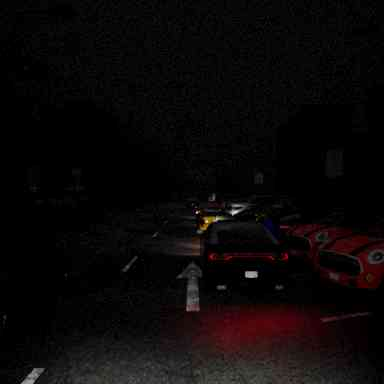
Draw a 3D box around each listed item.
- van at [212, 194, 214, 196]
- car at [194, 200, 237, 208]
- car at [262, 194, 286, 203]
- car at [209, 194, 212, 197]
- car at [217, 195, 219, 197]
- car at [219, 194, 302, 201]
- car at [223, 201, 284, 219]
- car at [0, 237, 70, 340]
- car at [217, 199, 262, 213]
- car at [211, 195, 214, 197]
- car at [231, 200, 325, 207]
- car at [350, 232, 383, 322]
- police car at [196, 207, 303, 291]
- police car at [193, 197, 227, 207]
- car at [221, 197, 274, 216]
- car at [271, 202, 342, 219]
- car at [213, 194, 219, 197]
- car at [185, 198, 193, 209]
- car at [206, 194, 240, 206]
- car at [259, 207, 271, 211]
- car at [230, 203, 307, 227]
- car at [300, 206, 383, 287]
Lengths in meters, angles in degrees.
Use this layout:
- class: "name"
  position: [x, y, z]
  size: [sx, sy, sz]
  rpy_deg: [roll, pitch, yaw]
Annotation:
- class: "van"
  position: [5.570, 1.348, 47.399]
  size: [4.442, 1.987, 1.878]
  rpy_deg: [1, 0, -20]
- class: "car"
  position: [1.208, 1.467, 19.228]
  size: [1.801, 1.575, 5.366]
  rpy_deg: [0, 0, 0]
- class: "car"
  position: [18.470, 1.426, 75.368]
  size: [2.435, 2.045, 5.566]
  rpy_deg: [0, 0, -21]
- class: "car"
  position: [5.289, 1.587, 53.298]
  size: [5.366, 1.575, 1.946]
  rpy_deg: [1, 0, -20]
- class: "car"
  position: [5.396, 1.406, 35.334]
  size: [4.553, 1.767, 2.185]
  rpy_deg: [1, 0, -20]
- class: "car"
  position: [5.369, 1.257, 26.319]
  size: [5.566, 2.045, 2.435]
  rpy_deg: [1, 0, -20]
- class: "car"
  position: [5.378, 1.545, 29.318]
  size: [4.792, 1.488, 2.163]
  rpy_deg: [1, 0, -20]
- class: "car"
  position: [-3.862, 1.564, 6.161]
  size: [1.994, 1.385, 4.181]
  rpy_deg: [0, 0, 0]
- class: "car"
  position: [5.438, 1.582, 38.342]
  size: [4.674, 1.452, 2.002]
  rpy_deg: [1, 0, -20]
- class: "car"
  position: [5.446, 1.561, 44.353]
  size: [5.008, 1.535, 2.097]
  rpy_deg: [1, 0, -20]
- class: "car"
  position: [5.193, 1.492, 20.260]
  size: [5.366, 1.575, 1.946]
  rpy_deg: [1, 0, -20]
- class: "car"
  position: [5.286, 1.514, 5.306]
  size: [4.792, 1.488, 2.163]
  rpy_deg: [1, 0, -20]
- class: "police car"
  position: [1.178, 1.426, 9.148]
  size: [1.930, 1.638, 5.238]
  rpy_deg: [0, 0, 0]
- class: "police car"
  position: [1.227, 1.447, 25.149]
  size: [1.930, 1.638, 5.238]
  rpy_deg: [0, 0, 0]
- class: "car"
  position: [5.384, 1.398, 32.333]
  size: [4.553, 1.767, 2.185]
  rpy_deg: [1, 0, -20]
- class: "car"
  position: [5.365, 1.363, 11.327]
  size: [4.553, 1.767, 2.185]
  rpy_deg: [1, 0, -20]
- class: "car"
  position: [5.480, 1.426, 41.351]
  size: [4.553, 1.767, 2.185]
  rpy_deg: [1, 0, -20]
- class: "car"
  position: [0.102, 1.563, 47.118]
  size: [1.882, 1.535, 5.008]
  rpy_deg: [0, 0, 1]
- class: "car"
  position: [5.485, 1.362, 59.391]
  size: [5.566, 2.045, 2.435]
  rpy_deg: [1, 0, -20]
- class: "car"
  position: [5.340, 1.530, 14.324]
  size: [4.674, 1.452, 2.002]
  rpy_deg: [1, 0, -20]
- class: "car"
  position: [5.351, 1.533, 23.317]
  size: [4.792, 1.488, 2.163]
  rpy_deg: [1, 0, -20]
- class: "car"
  position: [5.355, 1.361, 8.326]
  size: [4.553, 1.767, 2.185]
  rpy_deg: [1, 0, -20]
